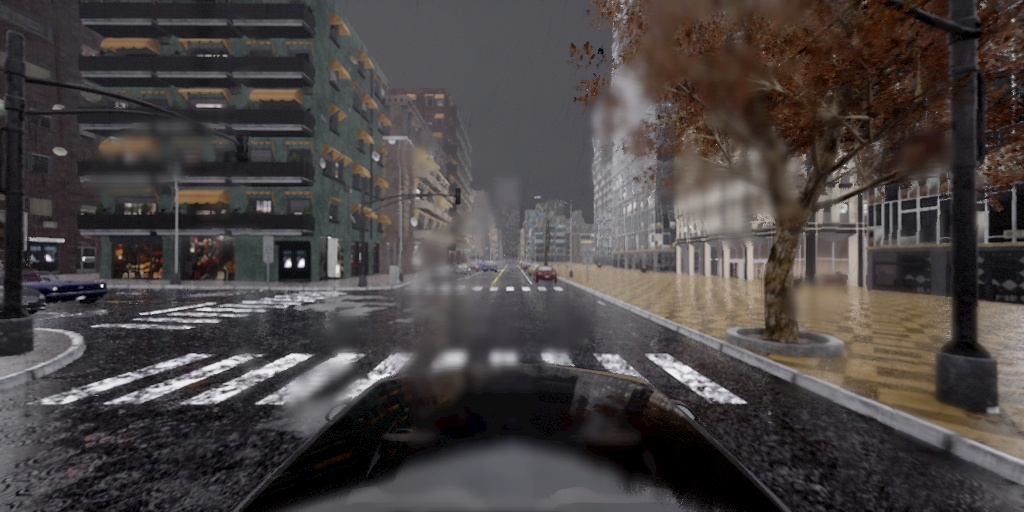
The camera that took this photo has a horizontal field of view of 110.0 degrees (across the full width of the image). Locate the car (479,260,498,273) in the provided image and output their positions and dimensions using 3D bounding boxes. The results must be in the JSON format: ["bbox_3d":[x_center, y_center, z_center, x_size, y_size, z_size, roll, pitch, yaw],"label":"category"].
[{"bbox_3d":[-2.953,1.577,49.500,2.033,1.411,5.357,0,0,0],"label":"car"}]

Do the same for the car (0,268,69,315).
[{"bbox_3d":[-16.426,1.137,10.441,4.403,1.370,2.007,0,0,-1],"label":"car"}]

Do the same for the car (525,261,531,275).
[{"bbox_3d":[2.730,1.508,41.071,1.751,1.417,4.829,0,0,0],"label":"car"}]

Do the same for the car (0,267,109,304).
[{"bbox_3d":[-17.849,1.184,13.020,4.718,1.301,1.895,1,0,-1],"label":"car"}]

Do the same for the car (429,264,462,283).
[{"bbox_3d":[-5.661,1.463,29.844,2.007,1.370,4.403,0,0,0],"label":"car"}]

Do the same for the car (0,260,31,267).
[{"bbox_3d":[-27.604,0.924,18.720,4.097,1.591,1.967,0,0,-1],"label":"car"}]

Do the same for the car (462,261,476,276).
[{"bbox_3d":[-5.650,1.533,40.910,2.007,1.370,4.403,0,0,0],"label":"car"}]

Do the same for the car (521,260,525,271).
[{"bbox_3d":[2.747,1.674,57.498,1.802,1.307,4.207,0,0,0],"label":"car"}]

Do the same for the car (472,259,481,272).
[{"bbox_3d":[-5.639,1.495,51.975,1.967,1.591,4.097,0,0,0],"label":"car"}]

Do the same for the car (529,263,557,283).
[{"bbox_3d":[2.719,1.458,29.836,1.888,1.381,4.507,0,0,0],"label":"car"}]
